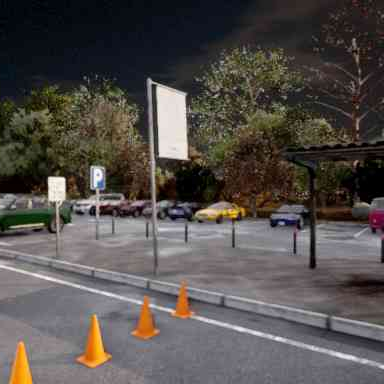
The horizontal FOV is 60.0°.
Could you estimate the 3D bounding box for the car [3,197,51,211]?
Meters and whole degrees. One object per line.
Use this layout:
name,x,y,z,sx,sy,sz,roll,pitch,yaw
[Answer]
car,-20.420,1.444,41.355,2.163,1.488,4.792,0,0,35

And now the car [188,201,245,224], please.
car,2.198,1.472,25.254,1.946,1.575,5.366,0,0,35

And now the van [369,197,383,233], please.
van,11.466,1.263,19.134,1.878,1.987,4.442,0,0,35

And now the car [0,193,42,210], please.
car,-22.724,1.144,42.898,2.435,2.045,5.566,0,0,35

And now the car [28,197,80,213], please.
car,-15.780,1.437,38.296,1.946,1.575,5.366,0,0,35

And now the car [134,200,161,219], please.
car,-2.238,1.469,28.595,2.231,1.521,4.892,0,0,35

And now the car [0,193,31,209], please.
car,-24.966,1.124,44.538,2.435,2.045,5.566,1,0,35

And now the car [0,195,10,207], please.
car,-29.424,1.322,47.852,1.946,1.575,5.366,1,0,35

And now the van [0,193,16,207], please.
van,-27.190,1.124,46.202,1.878,1.987,4.442,1,0,35

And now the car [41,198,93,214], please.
car,-13.615,1.448,36.547,2.097,1.535,5.008,0,0,35

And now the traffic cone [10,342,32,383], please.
traffic cone,-1.888,1.956,3.665,0.340,0.580,0.340,0,0,35

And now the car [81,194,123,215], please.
car,-9.080,1.206,33.343,2.435,2.045,5.566,0,0,35

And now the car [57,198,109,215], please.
car,-11.339,1.455,34.953,2.231,1.521,4.892,0,0,35

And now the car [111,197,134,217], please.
car,-4.513,1.464,30.187,2.097,1.535,5.008,0,0,35

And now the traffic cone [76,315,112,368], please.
traffic cone,-1.314,1.956,4.483,0.340,0.580,0.340,0,0,35

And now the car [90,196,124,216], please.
car,-6.787,1.461,31.779,2.097,1.535,5.008,0,0,35

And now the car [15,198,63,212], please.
car,-18.174,1.461,39.711,2.163,1.488,4.792,0,0,35

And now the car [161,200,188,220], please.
car,0.048,1.501,27.022,2.163,1.488,4.792,0,0,35

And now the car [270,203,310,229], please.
car,6.836,1.511,22.198,2.163,1.488,4.792,0,0,35

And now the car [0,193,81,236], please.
car,-9.048,1.217,17.354,2.435,2.045,5.566,0,0,35

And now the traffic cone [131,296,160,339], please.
traffic cone,-0.740,1.956,5.300,0.340,0.580,0.340,0,0,35

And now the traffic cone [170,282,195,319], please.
traffic cone,-0.166,1.956,6.117,0.340,0.580,0.340,0,0,35
